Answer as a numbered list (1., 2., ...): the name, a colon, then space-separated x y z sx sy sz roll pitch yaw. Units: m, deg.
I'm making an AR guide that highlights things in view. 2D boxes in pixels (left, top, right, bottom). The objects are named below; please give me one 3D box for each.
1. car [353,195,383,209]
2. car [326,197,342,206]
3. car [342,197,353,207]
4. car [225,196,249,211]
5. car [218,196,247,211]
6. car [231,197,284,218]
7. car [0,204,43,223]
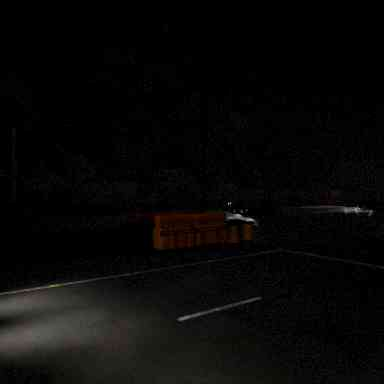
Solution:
1. car: 22.640 1.437 41.666 4.718 1.301 1.895 0 0 -36
2. car: 22.326 1.417 50.037 4.718 1.301 1.895 0 0 -35
3. car: 23.629 1.297 46.669 5.008 1.535 1.882 0 0 -35
4. car: 6.370 1.462 34.347 5.357 1.411 2.033 0 0 -36
5. car: 5.106 1.262 37.746 4.553 1.767 2.097 0 0 -36
6. car: 6.220 1.432 29.940 4.892 1.490 1.837 0 0 -36
7. car: -13.840 1.553 24.214 5.357 1.411 2.033 0 0 -36
